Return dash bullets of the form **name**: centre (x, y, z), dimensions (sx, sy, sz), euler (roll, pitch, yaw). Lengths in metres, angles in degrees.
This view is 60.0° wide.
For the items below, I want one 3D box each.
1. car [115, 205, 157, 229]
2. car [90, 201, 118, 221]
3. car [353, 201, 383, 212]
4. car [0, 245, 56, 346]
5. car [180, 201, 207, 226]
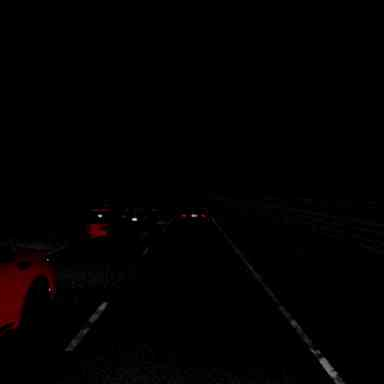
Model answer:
- **car**: centre (-3.411, 1.595, 21.762), dimensions (1.994, 1.385, 4.181), euler (0, 0, 0)
- **car**: centre (-6.909, 1.550, 27.417), dimensions (1.837, 1.490, 4.892), euler (0, 0, 0)
- **car**: centre (23.303, 1.792, 42.526), dimensions (2.033, 1.411, 5.357), euler (0, 0, -20)
- **car**: centre (-3.402, 1.225, 3.347), dimensions (2.150, 2.045, 5.566), euler (0, 0, 0)
- **car**: centre (0.094, 1.583, 23.988), dimensions (2.033, 1.411, 5.357), euler (0, 0, 0)
